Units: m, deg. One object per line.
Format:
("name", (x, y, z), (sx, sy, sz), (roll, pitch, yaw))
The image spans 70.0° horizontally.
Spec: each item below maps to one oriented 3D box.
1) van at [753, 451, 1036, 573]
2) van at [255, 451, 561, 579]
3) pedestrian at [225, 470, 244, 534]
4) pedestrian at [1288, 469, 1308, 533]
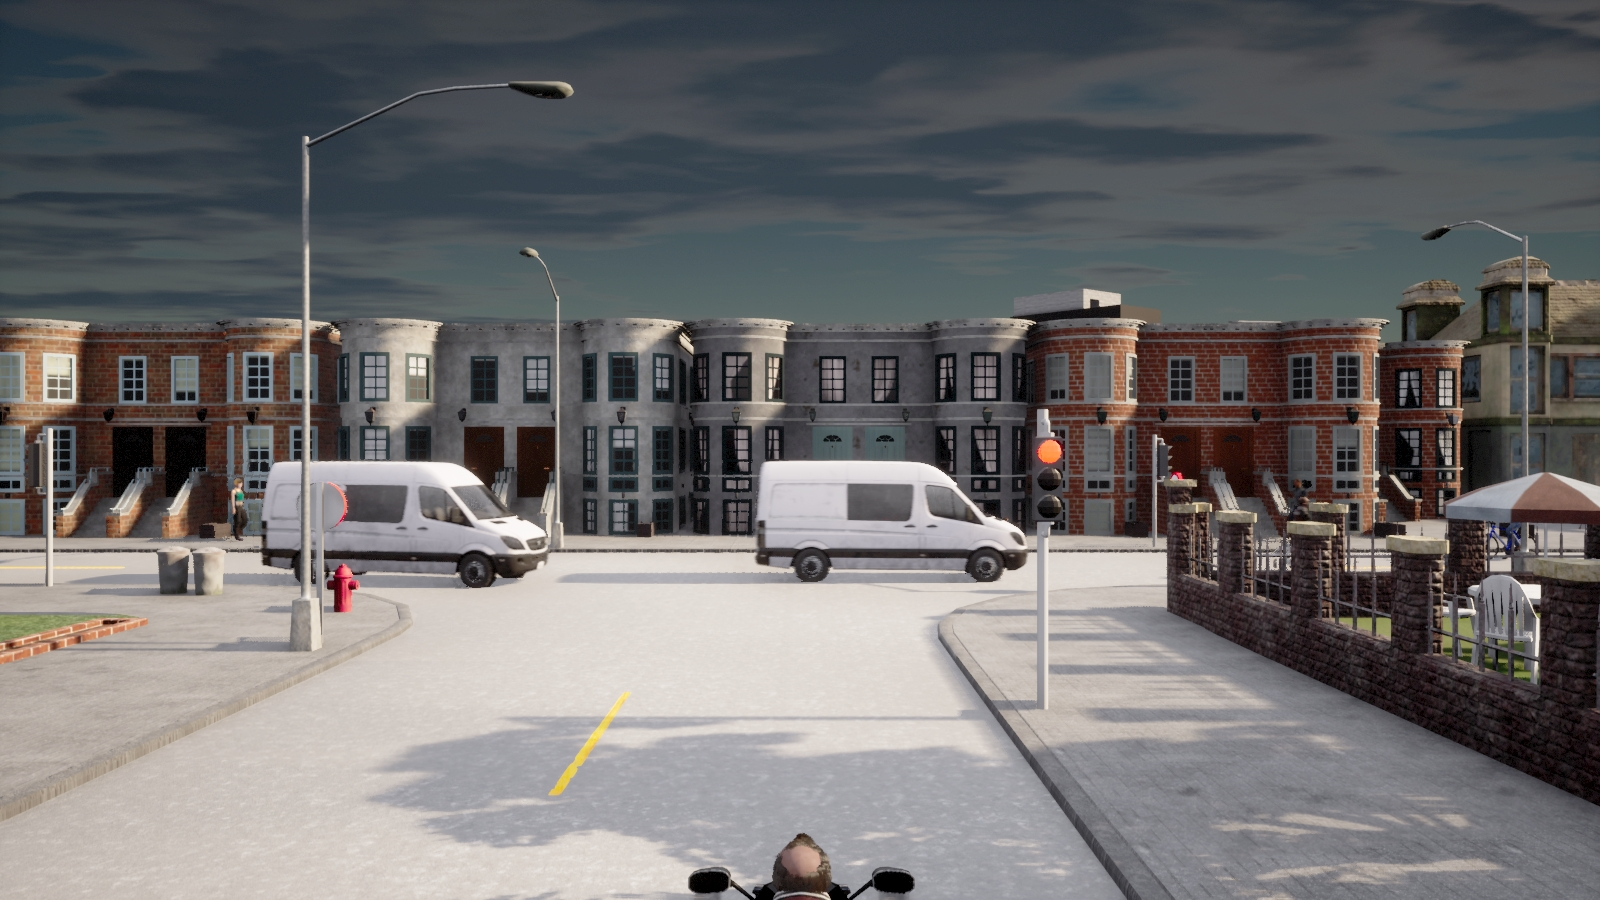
("van", (1.980, 1.304, 24.919), (5.915, 2.561, 1.988), (0, 0, 0))
("van", (-8.278, 1.305, 24.304), (5.915, 2.561, 1.988), (0, 0, 9))
("pedestrian", (-16.564, 1.511, 33.467), (0.375, 1.860, 0.375), (0, 0, 7))
("pedestrian", (14.645, 1.492, 33.614), (0.375, 1.860, 0.375), (0, 0, -18))
